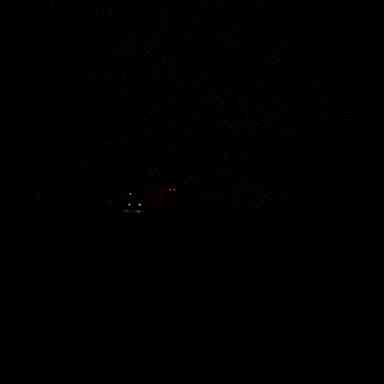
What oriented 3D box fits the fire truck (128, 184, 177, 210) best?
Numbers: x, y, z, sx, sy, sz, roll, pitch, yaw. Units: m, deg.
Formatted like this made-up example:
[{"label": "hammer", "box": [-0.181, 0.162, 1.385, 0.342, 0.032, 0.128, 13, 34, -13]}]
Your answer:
[{"label": "fire truck", "box": [-6.017, 0.781, 52.250, 2.891, 3.827, 8.468, 1, 0, 35]}]
